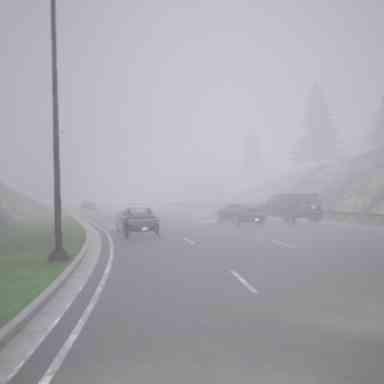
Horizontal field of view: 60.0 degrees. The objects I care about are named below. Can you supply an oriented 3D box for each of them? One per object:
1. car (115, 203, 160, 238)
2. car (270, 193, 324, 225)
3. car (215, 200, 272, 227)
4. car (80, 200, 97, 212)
[{"bbox_3d":[-3.086,1.598,18.457,2.128,1.511,4.902,-1,0,-19],"label":"car"},{"bbox_3d":[6.733,1.101,23.395,2.150,2.045,5.566,-1,0,-20],"label":"car"},{"bbox_3d":[3.156,1.469,22.734,1.837,1.490,4.892,0,-1,-20],"label":"car"},{"bbox_3d":[-14.771,1.916,47.312,1.882,1.535,5.008,-1,0,-23],"label":"car"}]
